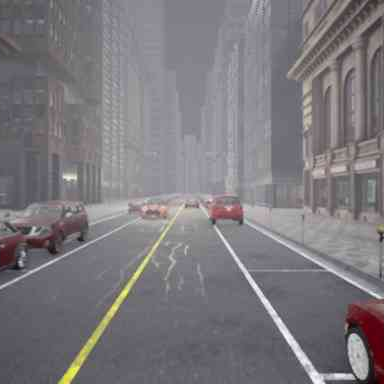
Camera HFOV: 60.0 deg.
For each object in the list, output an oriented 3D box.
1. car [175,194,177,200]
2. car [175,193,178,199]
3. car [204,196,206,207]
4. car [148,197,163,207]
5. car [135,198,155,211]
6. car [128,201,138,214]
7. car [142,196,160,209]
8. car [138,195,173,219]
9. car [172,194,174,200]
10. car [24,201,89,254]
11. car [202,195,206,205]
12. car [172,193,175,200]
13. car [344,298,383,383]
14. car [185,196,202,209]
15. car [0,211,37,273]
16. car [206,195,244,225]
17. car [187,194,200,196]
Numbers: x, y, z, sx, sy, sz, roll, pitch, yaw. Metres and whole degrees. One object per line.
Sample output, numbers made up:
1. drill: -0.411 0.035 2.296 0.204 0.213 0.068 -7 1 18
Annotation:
1. car: -5.767 1.604 86.471 1.947 1.339 4.313 0 0 0
2. car: -5.767 1.481 92.072 1.967 1.590 4.097 0 0 0
3. car: 2.762 1.542 41.835 1.752 1.417 4.829 0 0 0
4. car: -5.764 1.566 52.860 1.887 1.381 4.507 0 0 0
5. car: -5.763 1.541 41.486 1.752 1.417 4.829 0 0 0
6. car: -5.763 1.595 36.054 1.802 1.307 4.206 0 0 0
7. car: -5.763 1.459 47.258 1.967 1.590 4.097 0 0 0
8. car: -3.099 1.362 28.847 2.097 1.767 4.553 0 0 0
9. car: -5.766 1.614 75.267 1.802 1.307 4.206 0 0 0
10. car: -5.760 1.319 13.647 2.192 1.841 5.009 0 0 0
11. car: 2.762 1.564 47.268 1.887 1.381 4.507 0 0 0
12. car: -5.766 1.475 80.869 1.967 1.590 4.097 0 0 0
13. car: 2.765 1.546 2.450 1.887 1.381 4.507 0 0 0
14. car: 0.028 1.582 46.582 1.994 1.385 4.181 0 0 1
15. car: -5.760 1.442 8.046 1.967 1.590 4.097 0 0 0
16. car: 2.392 1.237 24.171 2.150 2.045 5.566 0 0 0
17. car: -0.005 1.629 64.504 1.895 1.301 4.718 0 0 0
